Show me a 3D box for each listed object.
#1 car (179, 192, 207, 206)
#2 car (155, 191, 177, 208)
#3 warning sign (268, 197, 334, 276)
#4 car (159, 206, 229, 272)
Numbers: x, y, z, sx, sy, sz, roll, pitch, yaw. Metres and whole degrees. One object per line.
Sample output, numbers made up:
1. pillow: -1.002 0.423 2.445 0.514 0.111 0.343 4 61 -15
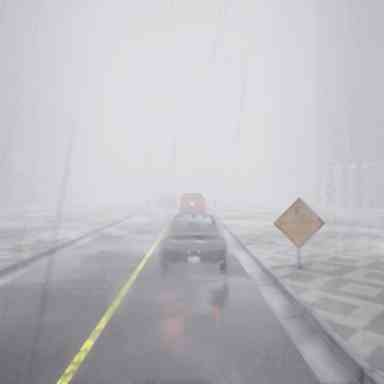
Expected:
1. car: 0.069 1.052 29.000 2.150 2.045 5.566 0 0 0
2. car: -3.122 0.976 43.551 2.150 2.045 5.566 0 0 0
3. warning sign: 2.705 1.062 8.422 1.300 1.860 1.060 0 0 0
4. car: 0.060 1.426 10.574 2.128 1.511 4.902 0 0 0
